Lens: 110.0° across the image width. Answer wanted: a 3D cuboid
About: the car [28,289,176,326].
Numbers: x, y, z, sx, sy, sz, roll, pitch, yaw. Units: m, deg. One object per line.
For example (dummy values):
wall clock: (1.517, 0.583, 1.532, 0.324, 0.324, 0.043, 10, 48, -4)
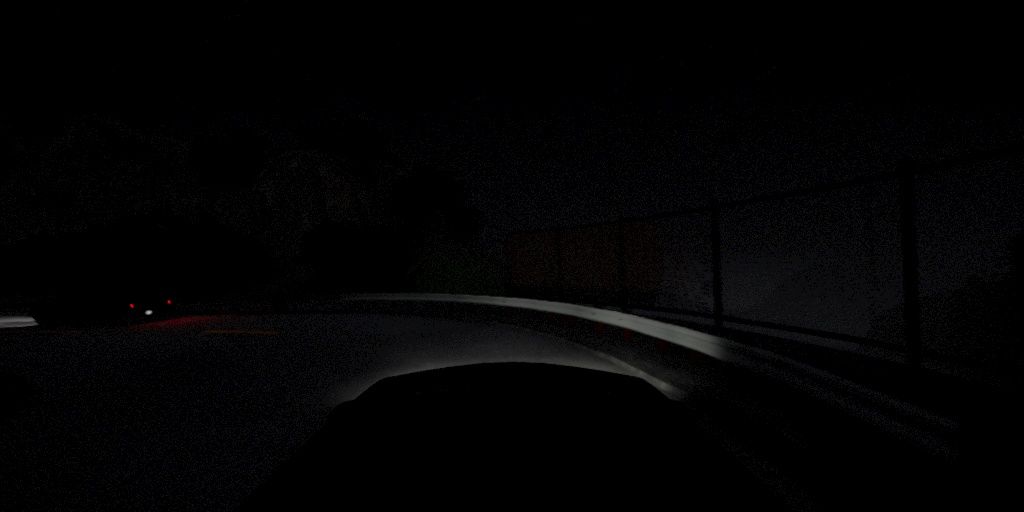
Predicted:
car: (-16.661, 2.033, 14.614, 4.718, 1.301, 1.895, -2, -1, 8)
